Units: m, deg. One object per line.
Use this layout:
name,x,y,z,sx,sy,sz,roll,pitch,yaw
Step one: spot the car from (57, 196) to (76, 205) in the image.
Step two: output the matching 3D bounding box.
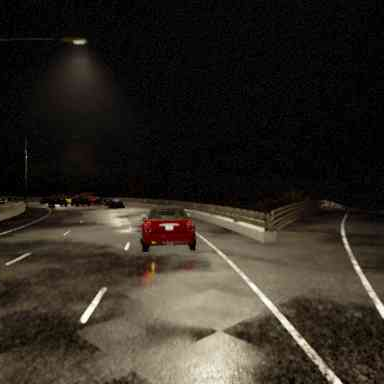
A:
car,-23.796,1.610,62.995,1.882,1.535,5.008,0,0,-37

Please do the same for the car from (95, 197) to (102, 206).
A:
car,-15.513,1.594,56.542,1.837,1.490,4.892,0,0,-32

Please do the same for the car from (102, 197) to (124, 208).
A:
car,-11.380,1.633,48.537,1.994,1.385,4.181,0,0,-26

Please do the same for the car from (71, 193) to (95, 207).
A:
car,-18.037,1.324,53.951,2.150,2.045,5.566,0,0,-32

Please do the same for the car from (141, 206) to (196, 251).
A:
car,-1.111,1.359,14.423,2.097,1.767,4.553,0,0,-7

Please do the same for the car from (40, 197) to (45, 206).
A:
car,-26.184,1.661,60.317,1.837,1.490,4.892,0,0,-37

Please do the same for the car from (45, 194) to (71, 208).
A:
car,-20.971,1.340,52.018,2.150,2.045,5.566,0,0,-32

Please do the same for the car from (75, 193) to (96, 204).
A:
car,-20.944,1.221,65.020,2.150,2.045,5.566,0,0,-37
